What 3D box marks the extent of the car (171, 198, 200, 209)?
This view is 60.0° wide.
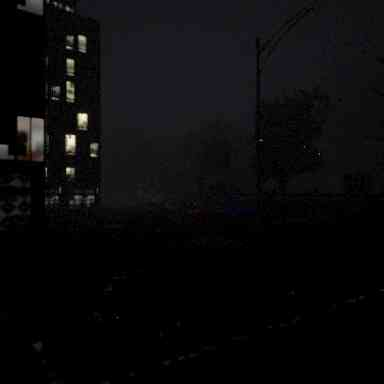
[{"bbox_3d":[-1.382,1.934,52.323,1.895,1.301,4.718,0,0,-36],"label":"car"}]

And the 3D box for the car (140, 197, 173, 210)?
[{"bbox_3d":[-5.216,1.902,48.298,2.008,1.369,4.403,0,0,-36],"label":"car"}]

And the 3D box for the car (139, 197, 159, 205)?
[{"bbox_3d":[-8.716,1.831,67.294,1.882,1.535,5.008,0,0,-36],"label":"car"}]

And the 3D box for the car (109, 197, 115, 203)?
[{"bbox_3d":[-18.533,1.939,80.070,2.008,1.369,4.403,0,0,-36],"label":"car"}]

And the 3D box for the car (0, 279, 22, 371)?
[{"bbox_3d":[-4.151,1.530,3.150,4.507,1.381,1.887,1,-1,-35],"label":"car"}]

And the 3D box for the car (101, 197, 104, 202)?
[{"bbox_3d":[-25.191,1.957,89.176,1.887,1.381,4.507,0,0,-36],"label":"car"}]

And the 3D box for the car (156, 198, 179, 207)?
[{"bbox_3d":[-4.551,1.844,61.668,1.837,1.490,4.892,0,0,-36],"label":"car"}]

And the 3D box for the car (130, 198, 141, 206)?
[{"bbox_3d":[-9.279,1.864,62.983,1.837,1.490,4.892,0,0,-36],"label":"car"}]

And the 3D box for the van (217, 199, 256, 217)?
[{"bbox_3d":[4.818,1.662,34.721,1.690,1.788,3.998,0,0,-36],"label":"van"}]

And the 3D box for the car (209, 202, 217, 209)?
[{"bbox_3d":[4.874,1.893,48.393,1.802,1.307,4.206,0,0,-36],"label":"car"}]

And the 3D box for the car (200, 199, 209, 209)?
[{"bbox_3d":[1.429,1.847,53.053,1.752,1.417,4.829,0,0,-36],"label":"car"}]

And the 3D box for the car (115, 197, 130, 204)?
[{"bbox_3d":[-15.190,1.921,75.536,1.887,1.381,4.507,0,0,-36],"label":"car"}]

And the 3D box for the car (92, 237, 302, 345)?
[{"bbox_3d":[0.321,1.602,6.427,4.313,1.339,1.947,1,-1,-35],"label":"car"}]

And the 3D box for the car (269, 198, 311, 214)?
[{"bbox_3d":[11.560,1.606,39.345,2.192,1.841,5.009,0,0,-36],"label":"car"}]
